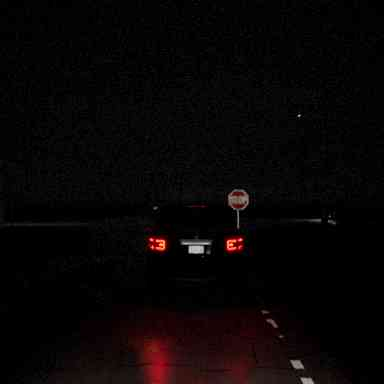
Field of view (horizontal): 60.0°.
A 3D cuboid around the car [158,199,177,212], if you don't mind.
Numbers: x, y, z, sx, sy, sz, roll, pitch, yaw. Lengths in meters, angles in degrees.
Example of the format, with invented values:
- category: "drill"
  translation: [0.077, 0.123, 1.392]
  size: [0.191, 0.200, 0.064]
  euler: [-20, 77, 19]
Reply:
- category: "car"
  translation: [-2.868, 1.585, 40.067]
  size: [1.994, 1.385, 4.181]
  euler: [0, 0, 0]

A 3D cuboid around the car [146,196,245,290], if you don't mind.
- category: "car"
  translation: [0.091, 1.223, 9.217]
  size: [2.150, 2.045, 5.566]
  euler: [0, 0, 0]

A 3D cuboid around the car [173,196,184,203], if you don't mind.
- category: "car"
  translation: [-2.811, 1.591, 69.153]
  size: [2.033, 1.411, 5.357]
  euler: [0, 0, 0]

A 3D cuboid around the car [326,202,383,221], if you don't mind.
- category: "car"
  translation: [13.644, 1.536, 26.605]
  size: [5.357, 1.411, 2.033]
  euler: [0, -1, -1]

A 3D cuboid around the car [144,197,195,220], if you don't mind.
- category: "car"
  translation: [-1.877, 1.383, 29.699]
  size: [2.097, 1.767, 4.553]
  euler: [0, 1, 36]

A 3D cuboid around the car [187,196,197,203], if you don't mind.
- category: "car"
  translation: [0.040, 1.607, 68.700]
  size: [1.994, 1.385, 4.181]
  euler: [0, 0, 0]

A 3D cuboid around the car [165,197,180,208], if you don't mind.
- category: "car"
  translation: [-2.869, 1.507, 48.899]
  size: [1.882, 1.535, 5.008]
  euler: [0, 0, 0]

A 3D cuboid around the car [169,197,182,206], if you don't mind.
- category: "car"
  translation: [-2.830, 1.585, 58.662]
  size: [2.033, 1.411, 5.357]
  euler: [0, 0, 1]
